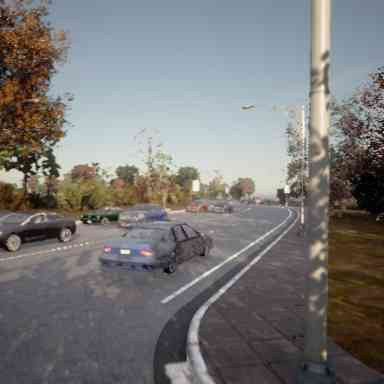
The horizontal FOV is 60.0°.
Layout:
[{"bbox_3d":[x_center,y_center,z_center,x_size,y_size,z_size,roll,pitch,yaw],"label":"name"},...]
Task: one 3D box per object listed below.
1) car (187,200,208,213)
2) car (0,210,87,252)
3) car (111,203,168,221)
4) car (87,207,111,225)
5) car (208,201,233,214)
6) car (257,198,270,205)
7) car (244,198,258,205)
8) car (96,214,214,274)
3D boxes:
[{"bbox_3d":[0.885,1.937,46.299,2.097,1.767,4.553,1,0,19],"label":"car"},{"bbox_3d":[-7.199,1.587,14.572,2.128,1.511,4.902,1,-1,21],"label":"car"},{"bbox_3d":[-3.465,1.645,24.223,2.097,1.767,4.553,1,-1,21],"label":"car"},{"bbox_3d":[-6.568,1.861,25.896,1.895,1.301,4.718,1,-1,21],"label":"car"},{"bbox_3d":[4.141,1.976,45.009,2.097,1.767,4.553,1,0,19],"label":"car"},{"bbox_3d":[19.373,2.707,88.408,1.837,1.490,4.892,1,0,1],"label":"car"},{"bbox_3d":[15.909,2.654,89.556,1.837,1.490,4.892,1,0,1],"label":"car"},{"bbox_3d":[-0.879,1.704,11.258,2.033,1.411,5.357,1,-1,21],"label":"car"}]
